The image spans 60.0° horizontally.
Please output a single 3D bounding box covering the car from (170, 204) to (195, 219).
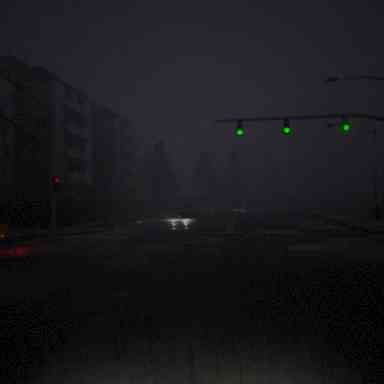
[{"bbox_3d":[-0.888,1.984,34.997,2.033,1.411,5.357,-1,-1,9],"label":"car"}]

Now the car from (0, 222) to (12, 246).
[{"bbox_3d":[-10.787,1.830,15.100,5.008,1.535,1.882,-1,3,10],"label":"car"}]

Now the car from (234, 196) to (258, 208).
[{"bbox_3d":[9.541,1.773,58.637,2.150,2.045,5.566,-2,-1,38],"label":"car"}]
